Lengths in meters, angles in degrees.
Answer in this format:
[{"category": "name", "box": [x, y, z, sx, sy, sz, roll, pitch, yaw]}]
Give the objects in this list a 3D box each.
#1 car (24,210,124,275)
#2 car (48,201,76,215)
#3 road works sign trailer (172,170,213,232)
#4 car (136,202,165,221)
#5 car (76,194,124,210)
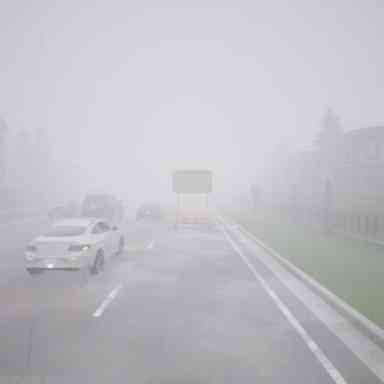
[{"category": "car", "box": [-3.396, 1.519, 10.287, 1.812, 1.442, 4.674, 0, 0, 0]}, {"category": "car", "box": [-10.365, 1.507, 27.810, 1.812, 1.442, 4.674, 0, 0, 0]}, {"category": "road works sign trailer", "box": [0.035, 0.450, 20.068, 2.380, 3.560, 2.880, 0, 0, 0]}, {"category": "car", "box": [-3.351, 1.544, 27.445, 1.994, 1.385, 4.181, 0, 0, 0]}, {"category": "car", "box": [-6.854, 1.203, 25.980, 2.150, 2.045, 5.566, 0, 0, 0]}]
